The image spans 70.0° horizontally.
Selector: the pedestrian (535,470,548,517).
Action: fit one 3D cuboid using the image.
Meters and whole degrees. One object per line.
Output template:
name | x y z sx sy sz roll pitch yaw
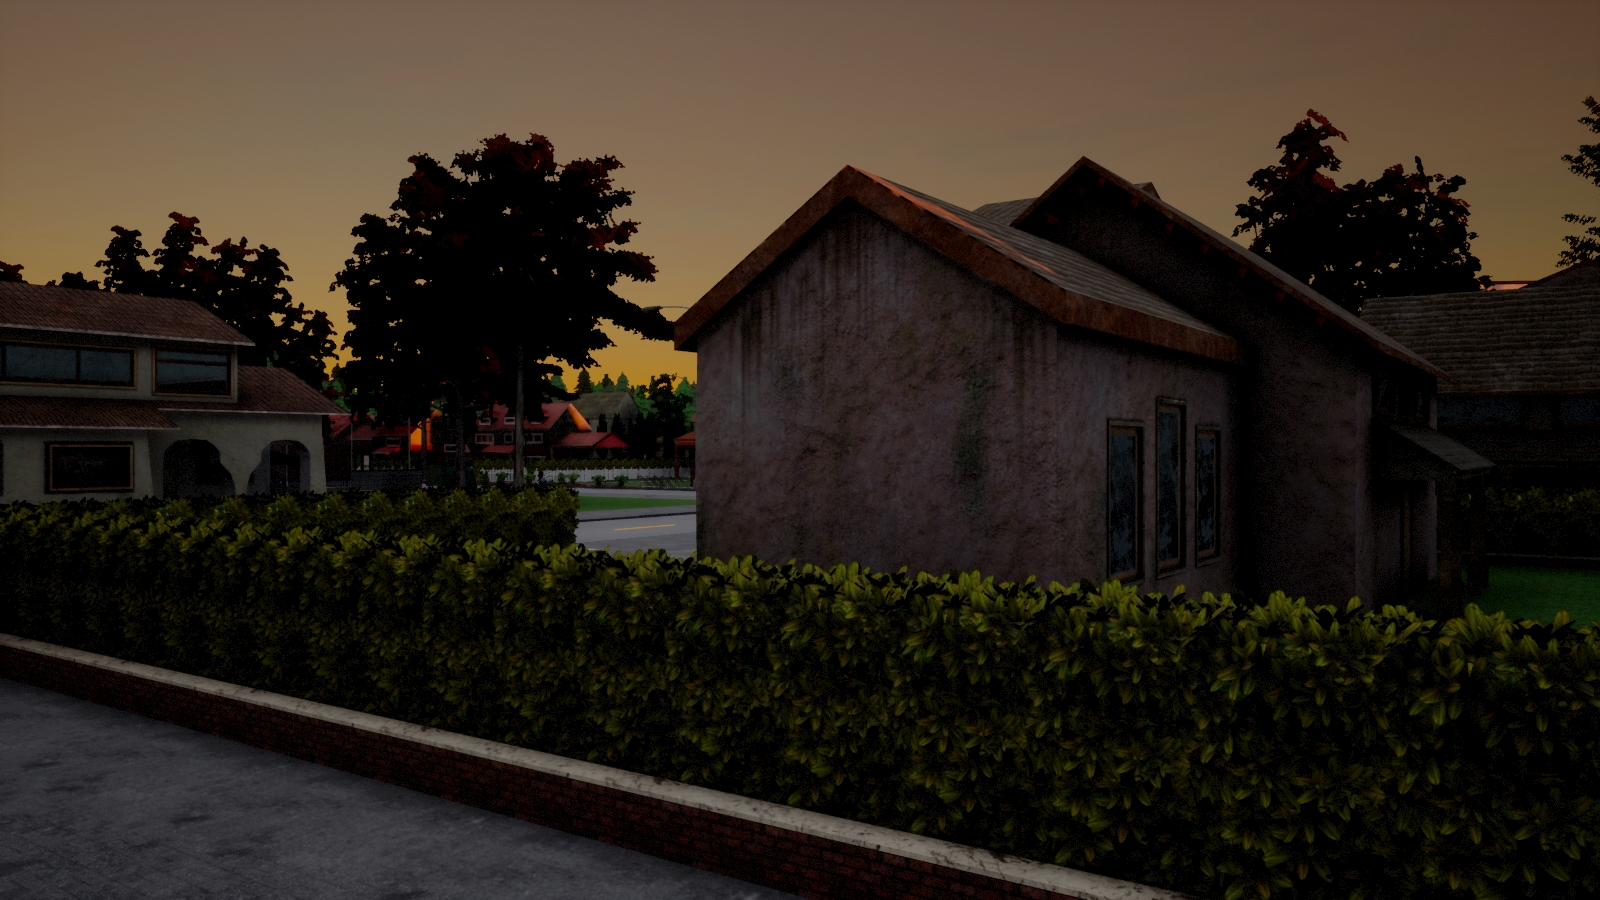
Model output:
pedestrian | -10.367 1.733 45.823 0.375 1.860 0.375 0 0 37
